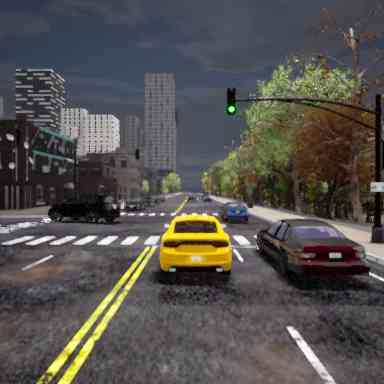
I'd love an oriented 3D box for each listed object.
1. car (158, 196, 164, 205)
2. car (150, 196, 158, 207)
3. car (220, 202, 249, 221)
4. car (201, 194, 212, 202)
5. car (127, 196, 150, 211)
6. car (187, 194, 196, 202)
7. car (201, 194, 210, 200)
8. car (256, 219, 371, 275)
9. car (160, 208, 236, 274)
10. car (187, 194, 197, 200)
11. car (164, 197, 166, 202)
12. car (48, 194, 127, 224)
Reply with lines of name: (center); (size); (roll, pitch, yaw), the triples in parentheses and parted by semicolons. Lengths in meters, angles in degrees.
car: (-6.501, 1.478, 58.318); (1.994, 1.385, 4.181); (0, 0, 0)
car: (-6.570, 1.434, 48.581); (1.837, 1.490, 4.892); (0, 0, 0)
car: (3.349, 1.510, 26.834); (2.033, 1.411, 5.357); (0, 0, 0)
car: (3.248, 1.482, 70.559); (1.895, 1.301, 4.718); (0, 0, 0)
car: (-6.607, 1.436, 39.107); (2.128, 1.511, 4.902); (0, 0, 1)
car: (-0.002, 1.412, 70.112); (2.128, 1.511, 4.902); (0, 0, 0)
car: (3.249, 1.210, 80.530); (1.837, 1.490, 4.892); (0, 0, 0)
car: (3.350, 1.534, 10.302); (2.033, 1.411, 5.357); (0, 0, 0)
car: (0.099, 1.463, 10.539); (1.882, 1.535, 5.008); (0, 0, 0)
car: (-0.001, 1.235, 80.530); (2.128, 1.511, 4.902); (0, 0, 0)
car: (-6.500, 1.440, 68.741); (2.033, 1.411, 5.357); (0, 0, 0)
car: (-7.970, 1.193, 24.643); (5.566, 2.045, 2.150); (0, -1, 23)
